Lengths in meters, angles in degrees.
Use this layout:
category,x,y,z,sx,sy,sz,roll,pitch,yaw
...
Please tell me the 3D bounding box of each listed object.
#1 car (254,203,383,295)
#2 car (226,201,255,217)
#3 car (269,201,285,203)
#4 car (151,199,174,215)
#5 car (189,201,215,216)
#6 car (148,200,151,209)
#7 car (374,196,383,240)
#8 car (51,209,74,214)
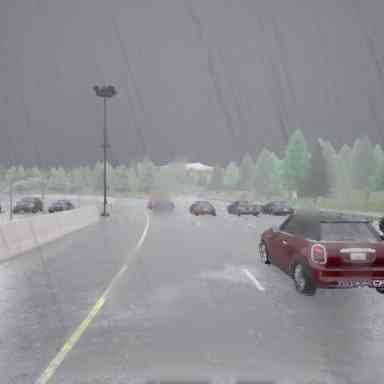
category,x,y,z,sx,sy,sz,roll,pitch,yaw
car,3.315,1.349,8.924,2.097,1.767,4.553,0,0,-2
car,4.706,1.541,31.185,2.033,1.411,5.357,0,0,-8
car,8.105,1.557,31.835,1.994,1.385,4.181,0,0,-8
car,-2.966,1.470,34.632,1.882,1.535,5.008,0,0,-10
car,0.947,1.558,32.335,1.994,1.385,4.181,0,0,-9
car,-4.760,1.591,43.863,1.895,1.301,4.718,0,0,-13
car,10.106,1.221,13.453,2.150,2.045,5.566,0,0,-4
car,-13.790,1.557,35.294,1.994,1.385,4.181,0,0,-10
